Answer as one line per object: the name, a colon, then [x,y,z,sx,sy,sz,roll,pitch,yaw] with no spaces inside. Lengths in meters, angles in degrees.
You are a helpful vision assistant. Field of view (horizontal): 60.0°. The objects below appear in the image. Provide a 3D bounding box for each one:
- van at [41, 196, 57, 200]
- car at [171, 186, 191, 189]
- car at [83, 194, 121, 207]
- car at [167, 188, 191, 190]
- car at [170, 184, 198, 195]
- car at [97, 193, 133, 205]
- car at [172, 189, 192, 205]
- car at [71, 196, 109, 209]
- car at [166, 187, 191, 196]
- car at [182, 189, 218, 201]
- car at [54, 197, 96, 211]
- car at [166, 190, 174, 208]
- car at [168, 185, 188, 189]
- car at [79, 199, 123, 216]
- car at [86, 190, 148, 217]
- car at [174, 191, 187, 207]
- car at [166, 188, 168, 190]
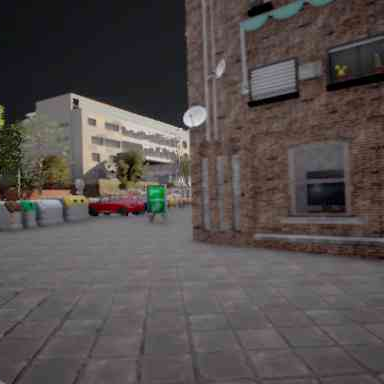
van: [-16.092,1.487,40.228,4.442,1.987,1.878,-2,2,24]
car: [-0.022,0.450,46.496,4.553,1.767,2.185,-2,2,24]
car: [-12.895,1.267,47.838,4.892,1.521,2.231,-2,2,24]
car: [-1.158,0.733,43.935,4.892,1.521,2.231,-2,2,24]
car: [-1.773,-0.533,73.538,5.566,2.045,2.435,-2,2,24]
car: [-11.745,1.107,50.516,4.892,1.521,2.231,-2,2,24]
car: [-2.213,0.891,41.058,5.366,1.575,1.946,-2,2,24]
car: [-13.963,1.454,45.398,4.674,1.452,2.002,-2,2,24]
car: [-2.870,-0.099,70.992,4.792,1.488,2.163,-2,2,24]
car: [1.154,0.443,49.193,4.792,1.488,2.163,-2,2,24]
car: [-15.080,1.570,42.843,4.892,1.521,2.231,-2,2,24]
car: [-4.758,1.098,35.754,4.553,1.767,2.185,-2,2,24]
car: [-3.993,-0.099,68.429,4.553,1.767,2.185,-2,2,24]
car: [-9.701,1.612,35.797,1.895,1.301,4.718,-2,2,24]
car: [-7.064,1.221,30.461,5.566,2.045,2.435,-2,1,24]
car: [-3.722,1.068,38.514,5.366,1.575,1.946,-2,2,24]
car: [-7.378,0.371,60.640,4.553,1.767,2.185,-2,2,24]
